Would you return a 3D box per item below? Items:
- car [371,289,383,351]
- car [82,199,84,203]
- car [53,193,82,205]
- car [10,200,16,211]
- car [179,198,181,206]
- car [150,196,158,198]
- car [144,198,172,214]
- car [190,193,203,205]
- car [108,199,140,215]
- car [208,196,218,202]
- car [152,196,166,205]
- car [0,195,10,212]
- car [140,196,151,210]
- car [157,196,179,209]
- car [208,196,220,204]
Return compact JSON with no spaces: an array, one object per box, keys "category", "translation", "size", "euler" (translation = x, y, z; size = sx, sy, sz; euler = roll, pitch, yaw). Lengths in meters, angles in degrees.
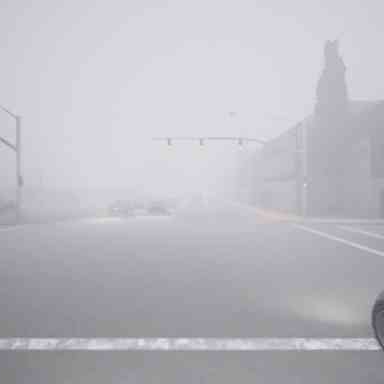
[{"category":"car","translation":[3.567,1.525,3.006],"size":[1.812,1.442,4.674],"euler":[0,0,0]},{"category":"car","translation":[-21.186,1.421,58.769],"size":[3.806,1.475,1.970],"euler":[0,0,0]},{"category":"car","translation":[-21.210,1.181,55.874],"size":[3.866,1.878,1.905],"euler":[0,0,0]},{"category":"car","translation":[-21.262,1.175,36.251],"size":[3.866,1.878,1.905],"euler":[0,0,0]},{"category":"car","translation":[-2.866,1.522,56.126],"size":[1.837,1.490,4.892],"euler":[0,0,2]},{"category":"car","translation":[-6.488,1.370,52.622],"size":[2.097,1.767,4.553],"euler":[0,0,2]},{"category":"car","translation":[-3.535,1.613,35.781],"size":[1.895,1.301,4.718],"euler":[0,0,1]},{"category":"car","translation":[0.849,1.237,59.896],"size":[2.150,2.045,5.566],"euler":[0,0,2]},{"category":"car","translation":[-7.082,1.504,33.703],"size":[2.128,1.511,4.902],"euler":[0,0,1]},{"category":"car","translation":[4.658,1.489,73.391],"size":[1.994,1.385,4.181],"euler":[0,0,2]},{"category":"car","translation":[-6.168,1.498,62.733],"size":[1.882,1.535,5.008],"euler":[0,0,2]},{"category":"car","translation":[-21.329,1.171,33.357],"size":[4.605,1.855,1.932],"euler":[0,0,0]},{"category":"car","translation":[-6.852,1.579,42.614],"size":[1.994,1.385,4.181],"euler":[0,0,2]},{"category":"car","translation":[-3.240,1.579,45.838],"size":[1.994,1.385,4.181],"euler":[0,0,2]},{"category":"car","translation":[4.363,1.581,63.601],"size":[1.994,1.385,4.181],"euler":[0,0,2]}]
